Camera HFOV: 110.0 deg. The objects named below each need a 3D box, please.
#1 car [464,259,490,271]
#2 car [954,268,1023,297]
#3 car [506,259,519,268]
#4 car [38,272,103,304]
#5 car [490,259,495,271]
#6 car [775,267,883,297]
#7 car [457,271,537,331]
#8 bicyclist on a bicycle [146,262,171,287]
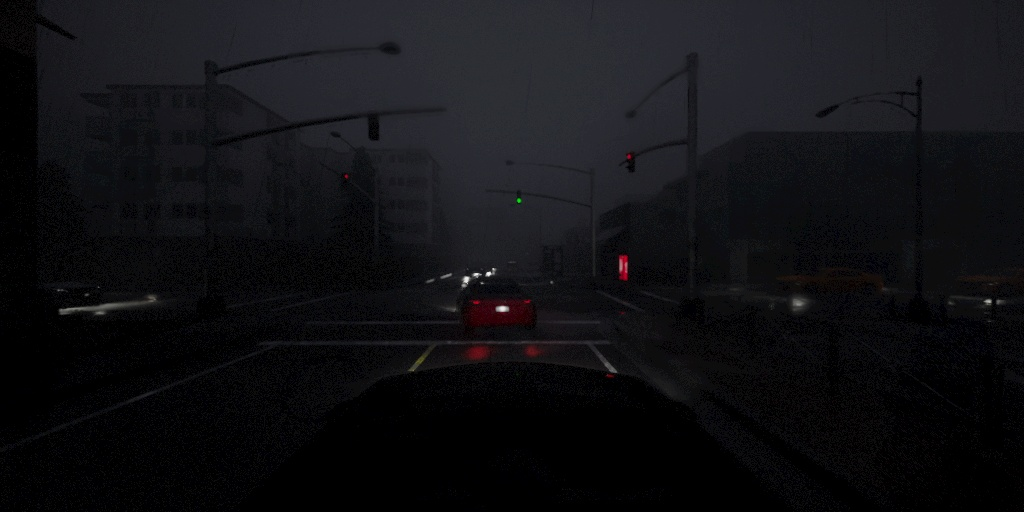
[{"bbox_3d":[-3.587,1.239,36.511,1.812,1.442,4.674,0,0,0],"label":"car"},{"bbox_3d":[27.526,1.386,19.734,5.008,1.535,1.882,0,0,0],"label":"car"},{"bbox_3d":[0.119,1.182,58.830,2.128,1.511,4.902,0,0,0],"label":"car"},{"bbox_3d":[-21.206,1.437,15.930,4.674,1.442,1.812,0,0,0],"label":"car"},{"bbox_3d":[-3.574,1.304,46.544,1.895,1.301,4.718,0,0,0],"label":"car"},{"bbox_3d":[17.301,1.386,19.715,5.008,1.535,1.882,0,0,0],"label":"car"},{"bbox_3d":[-0.591,1.312,11.004,1.994,1.385,4.181,0,0,-10],"label":"car"},{"bbox_3d":[-23.029,1.204,23.407,0.582,1.620,1.656,0,0,0],"label":"bicyclist on a bicycle"}]
